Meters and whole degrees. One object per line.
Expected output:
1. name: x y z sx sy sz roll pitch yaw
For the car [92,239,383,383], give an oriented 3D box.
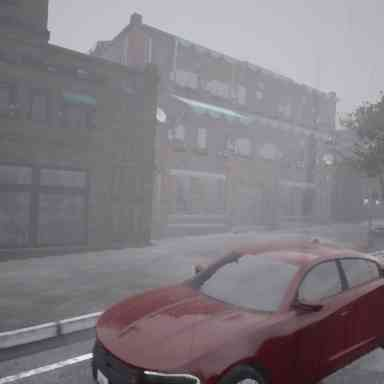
1. car: 1.202 1.479 4.550 5.008 1.535 1.882 0 0 -36
